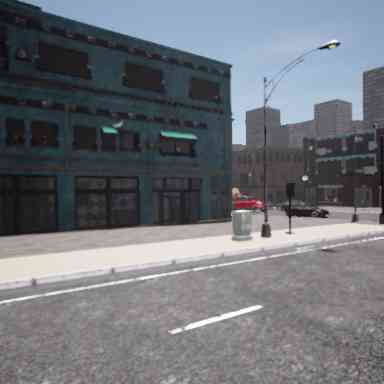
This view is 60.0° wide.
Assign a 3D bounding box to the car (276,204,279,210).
[{"bbox_3d":[13.081,1.768,43.671,2.008,1.369,4.403,-2,0,-35],"label":"car"}]

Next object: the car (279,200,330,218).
[{"bbox_3d":[10.997,1.782,31.943,1.947,1.339,4.313,-2,0,-35],"label":"car"}]

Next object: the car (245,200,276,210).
[{"bbox_3d":[9.870,1.863,48.180,1.802,1.307,4.206,-2,0,-35],"label":"car"}]

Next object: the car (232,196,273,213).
[{"bbox_3d":[7.048,1.529,42.170,2.150,2.045,5.566,-1,0,-34],"label":"car"}]
